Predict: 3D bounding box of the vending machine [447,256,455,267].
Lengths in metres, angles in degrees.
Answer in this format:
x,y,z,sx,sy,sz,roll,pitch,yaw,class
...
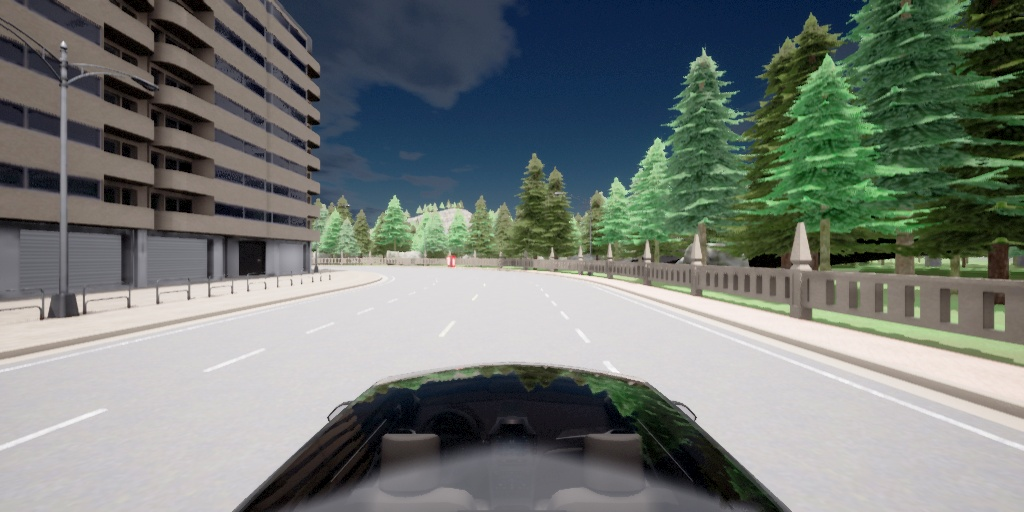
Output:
x,y,z,sx,sy,sz,roll,pitch,yaw,class
-9.861,0.928,58.334,0.880,2.100,1.100,0,0,40,vending machine
